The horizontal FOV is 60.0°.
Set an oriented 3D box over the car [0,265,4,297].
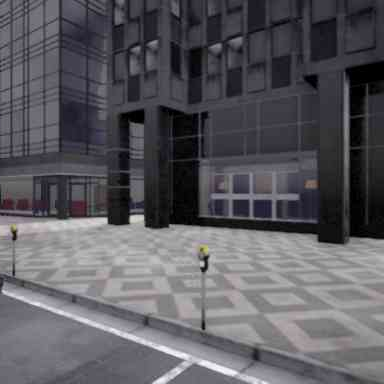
[{"bbox_3d":[-5.500,1.596,6.887,4.206,1.307,1.802,0,0,36],"label":"car"}]
